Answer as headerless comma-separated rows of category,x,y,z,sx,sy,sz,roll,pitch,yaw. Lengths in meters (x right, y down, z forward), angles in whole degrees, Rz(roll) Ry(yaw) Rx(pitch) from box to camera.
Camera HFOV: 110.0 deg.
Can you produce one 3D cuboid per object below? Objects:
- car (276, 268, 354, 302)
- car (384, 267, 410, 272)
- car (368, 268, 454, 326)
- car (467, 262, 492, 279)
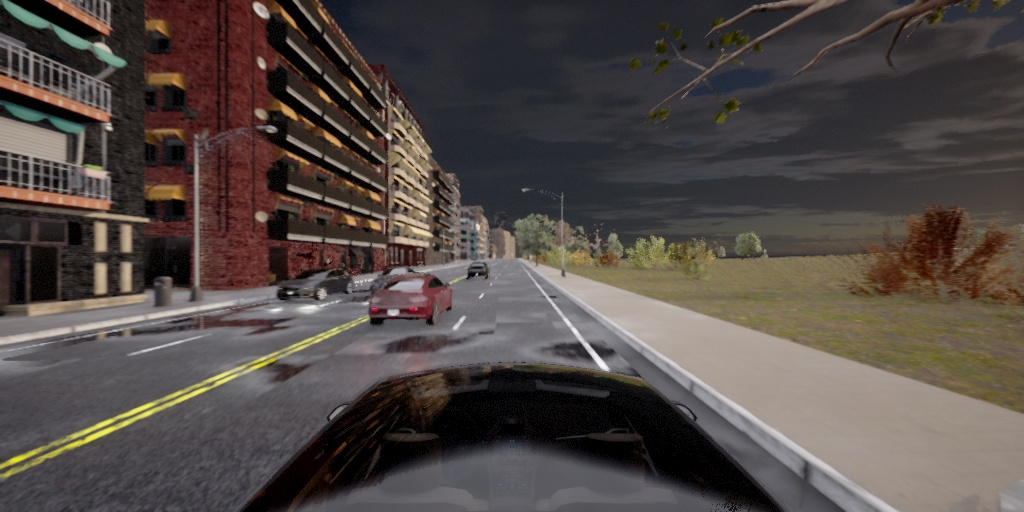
car,-9.763,1.375,18.230,1.837,1.490,4.892,-1,0,0
car,-6.500,1.358,20.510,1.812,1.442,4.674,-1,0,0
car,-3.110,1.316,11.739,1.812,1.442,4.674,-1,0,0
car,-2.976,1.299,32.987,1.837,1.490,4.892,-1,0,0
